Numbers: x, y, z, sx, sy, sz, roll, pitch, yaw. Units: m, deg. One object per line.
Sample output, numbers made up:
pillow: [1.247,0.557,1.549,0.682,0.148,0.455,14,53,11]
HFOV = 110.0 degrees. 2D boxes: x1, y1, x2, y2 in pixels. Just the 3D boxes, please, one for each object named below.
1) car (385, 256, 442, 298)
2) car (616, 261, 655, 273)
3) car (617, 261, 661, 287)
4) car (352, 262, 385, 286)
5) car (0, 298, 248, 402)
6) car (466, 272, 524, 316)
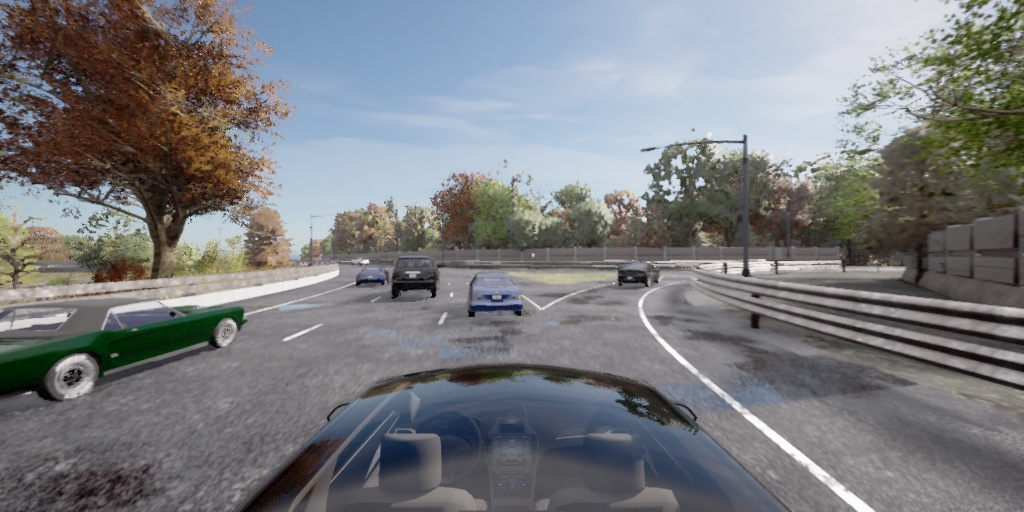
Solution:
car: [-4.999,1.012,19.124,2.150,2.045,5.566,0,0,-9]
car: [15.000,1.313,43.718,4.181,1.385,1.994,0,0,6]
car: [8.671,1.204,24.249,1.882,1.535,5.008,-1,0,34]
car: [-10.131,1.387,26.331,1.994,1.385,4.181,0,0,-14]
car: [-7.133,1.391,6.375,1.895,1.301,4.718,0,0,-3]
car: [-0.742,1.312,13.486,2.033,1.411,5.357,0,0,-6]
